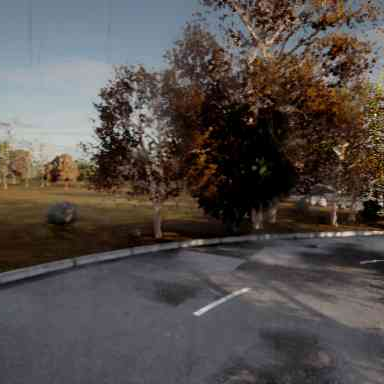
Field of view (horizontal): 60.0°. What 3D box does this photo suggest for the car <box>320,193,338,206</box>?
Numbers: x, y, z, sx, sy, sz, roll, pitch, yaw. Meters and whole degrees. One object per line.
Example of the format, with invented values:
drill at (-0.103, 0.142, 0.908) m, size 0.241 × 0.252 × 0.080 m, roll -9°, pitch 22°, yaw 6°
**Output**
car at (18.615, 0.883, 45.601) m, size 2.097 × 1.767 × 4.553 m, roll 3°, pitch 2°, yaw 18°
